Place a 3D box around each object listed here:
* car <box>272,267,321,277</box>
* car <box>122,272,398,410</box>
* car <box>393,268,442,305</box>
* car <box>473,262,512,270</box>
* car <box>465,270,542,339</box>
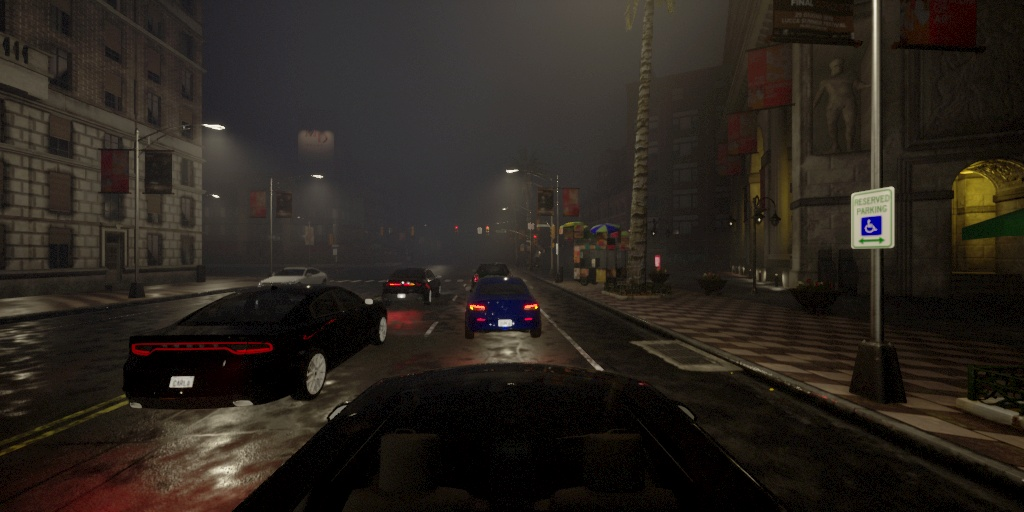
[{"bbox_3d":[-11.640,1.311,19.412,1.812,1.442,4.674,0,0,-4],"label":"car"},{"bbox_3d":[-3.738,1.228,6.402,1.882,1.535,5.008,0,0,-3],"label":"car"},{"bbox_3d":[-4.305,1.255,15.882,1.837,1.490,4.892,0,0,-4],"label":"car"},{"bbox_3d":[-1.022,1.102,18.900,2.097,1.767,4.553,0,0,-4],"label":"car"},{"bbox_3d":[-0.325,1.276,10.003,1.812,1.442,4.674,0,0,-4],"label":"car"}]
